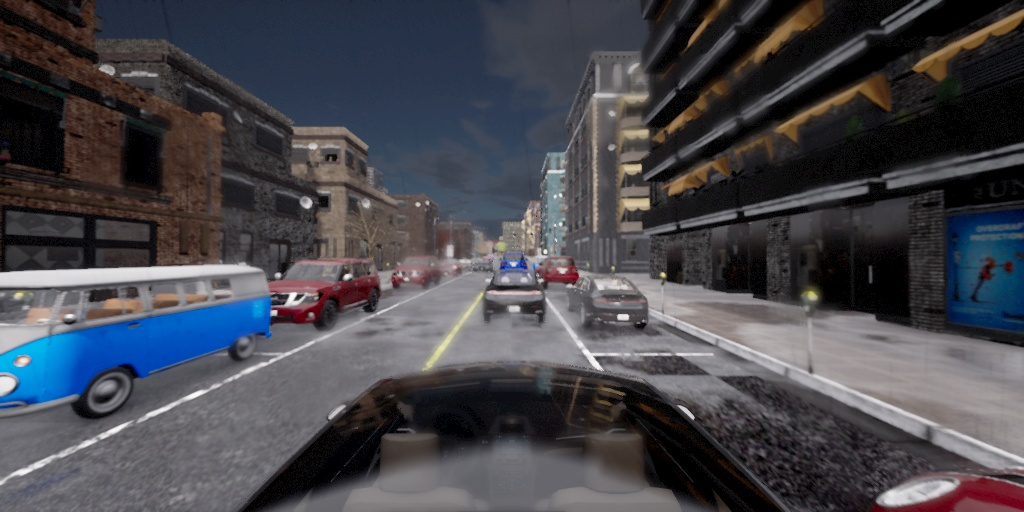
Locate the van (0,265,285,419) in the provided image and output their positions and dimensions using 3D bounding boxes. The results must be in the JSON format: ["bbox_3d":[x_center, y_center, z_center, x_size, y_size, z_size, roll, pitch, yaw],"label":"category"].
[{"bbox_3d":[-5.682,1.063,5.552,1.690,1.789,3.998,0,0,0],"label":"van"}]

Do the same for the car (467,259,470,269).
[{"bbox_3d":[-5.602,1.014,43.401,2.007,1.370,4.403,0,0,0],"label":"car"}]

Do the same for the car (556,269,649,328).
[{"bbox_3d":[2.711,1.239,10.933,2.007,1.370,4.403,0,0,0],"label":"car"}]

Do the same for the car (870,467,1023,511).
[{"bbox_3d":[2.688,1.201,0.120,1.967,1.591,4.097,0,0,0],"label":"car"}]

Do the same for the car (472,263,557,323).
[{"bbox_3d":[0.089,1.173,11.850,2.128,1.511,4.902,0,0,0],"label":"car"}]

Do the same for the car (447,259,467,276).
[{"bbox_3d":[-5.624,0.978,32.587,1.967,1.591,4.097,0,0,0],"label":"car"}]

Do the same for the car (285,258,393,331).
[{"bbox_3d":[-5.670,1.000,10.959,2.192,1.841,5.009,0,0,0],"label":"car"}]

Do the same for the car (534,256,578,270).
[{"bbox_3d":[2.734,0.929,21.747,2.192,1.841,5.009,0,0,0],"label":"car"}]

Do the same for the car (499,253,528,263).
[{"bbox_3d":[0.141,0.777,29.622,2.150,2.045,5.566,0,0,0],"label":"car"}]

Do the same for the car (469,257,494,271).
[{"bbox_3d":[-3.009,1.065,38.008,1.994,1.385,4.181,0,0,0],"label":"car"}]

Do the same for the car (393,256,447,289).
[{"bbox_3d":[-5.647,0.926,21.773,2.192,1.841,5.009,0,0,0],"label":"car"}]
